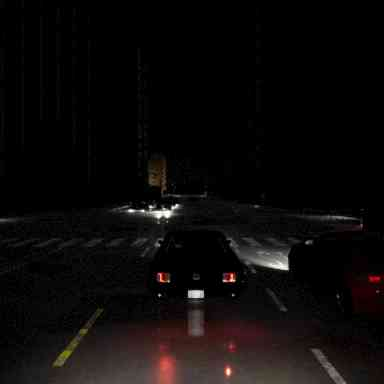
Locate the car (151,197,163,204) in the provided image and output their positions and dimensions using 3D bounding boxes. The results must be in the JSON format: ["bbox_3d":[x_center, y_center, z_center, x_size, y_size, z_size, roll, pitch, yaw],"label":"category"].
[{"bbox_3d":[-6.999,1.601,66.364,1.895,1.301,4.718,0,0,0],"label":"car"}]

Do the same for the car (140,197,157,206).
[{"bbox_3d":[-7.063,1.547,54.450,2.033,1.411,5.357,0,0,0],"label":"car"}]

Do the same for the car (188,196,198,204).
[{"bbox_3d":[0.127,1.547,65.918,2.033,1.411,5.357,0,0,0],"label":"car"}]

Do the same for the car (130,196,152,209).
[{"bbox_3d":[-7.065,1.352,44.977,2.097,1.767,4.553,0,0,0],"label":"car"}]

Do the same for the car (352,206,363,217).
[{"bbox_3d":[16.266,1.470,28.578,4.674,1.442,1.812,0,0,-1],"label":"car"}]

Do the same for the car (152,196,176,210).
[{"bbox_3d":[-3.566,1.491,42.888,2.128,1.511,4.902,0,0,-1],"label":"car"}]

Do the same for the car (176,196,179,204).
[{"bbox_3d":[-3.563,1.564,51.808,1.994,1.385,4.181,0,0,0],"label":"car"}]

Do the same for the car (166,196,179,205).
[{"bbox_3d":[-3.535,1.491,62.238,2.128,1.511,4.902,0,0,0],"label":"car"}]

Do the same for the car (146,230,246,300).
[{"bbox_3d":[0.068,1.601,8.370,1.895,1.301,4.718,0,0,0],"label":"car"}]

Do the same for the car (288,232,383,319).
[{"bbox_3d":[3.614,1.563,7.389,1.994,1.385,4.181,0,0,-1],"label":"car"}]
